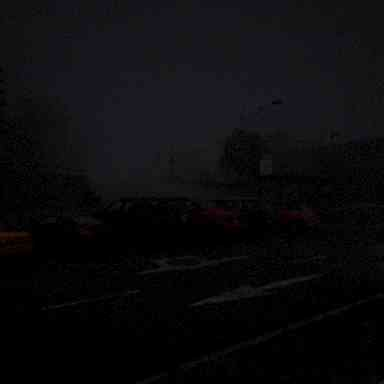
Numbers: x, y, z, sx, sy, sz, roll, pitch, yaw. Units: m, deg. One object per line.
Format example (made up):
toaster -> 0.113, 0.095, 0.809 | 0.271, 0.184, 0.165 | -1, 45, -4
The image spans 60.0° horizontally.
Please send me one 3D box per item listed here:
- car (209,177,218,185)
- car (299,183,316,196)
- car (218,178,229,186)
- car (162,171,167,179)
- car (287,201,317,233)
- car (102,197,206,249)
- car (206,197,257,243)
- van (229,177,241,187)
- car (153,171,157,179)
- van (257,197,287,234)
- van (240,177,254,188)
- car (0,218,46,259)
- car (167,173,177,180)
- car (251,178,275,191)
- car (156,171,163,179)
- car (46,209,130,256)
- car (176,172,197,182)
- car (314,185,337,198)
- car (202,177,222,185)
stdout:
car -> 6.020, -2.100, 68.107 | 2.002, 1.452, 4.674 | 7, 4, 35
car -> 18.137, -0.480, 50.845 | 2.435, 2.045, 5.566 | 7, 3, 35
car -> 7.853, -1.868, 65.788 | 1.946, 1.575, 5.366 | 7, 3, 35
car -> -4.483, -3.909, 82.798 | 2.185, 1.767, 4.553 | 6, 3, 34
car -> 4.958, 1.376, 19.873 | 4.553, 1.767, 2.185 | -1, -1, 35
car -> -2.500, 1.244, 14.743 | 5.566, 2.045, 2.435 | -1, -1, 35
car -> 0.012, 1.246, 16.449 | 5.566, 2.045, 2.435 | -1, -1, 35
van -> 9.429, -1.820, 63.058 | 1.878, 1.987, 4.442 | 7, 4, 35
car -> -7.988, -4.422, 87.613 | 2.435, 2.045, 5.566 | 1, -1, 34
van -> 2.550, 1.273, 18.121 | 4.442, 1.987, 1.878 | -1, -1, 35
van -> 11.160, -1.546, 60.588 | 1.878, 1.987, 4.442 | 7, 4, 35
car -> -7.531, 1.489, 11.355 | 5.366, 1.575, 1.946 | -1, -1, 35
car -> -2.687, -3.757, 80.333 | 2.435, 2.045, 5.566 | 7, 4, 34
car -> 12.922, -1.047, 58.227 | 2.231, 1.521, 4.892 | 7, 3, 35
car -> -6.214, -4.144, 85.266 | 2.185, 1.767, 4.553 | 4, 1, 33
car -> -4.926, 1.532, 12.984 | 4.674, 1.452, 2.002 | -1, -1, 35
car -> -0.834, -3.234, 78.075 | 1.946, 1.575, 5.366 | 7, 3, 34
car -> 19.830, 0.083, 48.374 | 2.002, 1.452, 4.674 | 7, 3, 35
car -> 4.276, -2.374, 70.568 | 2.002, 1.452, 4.674 | 7, 3, 35
